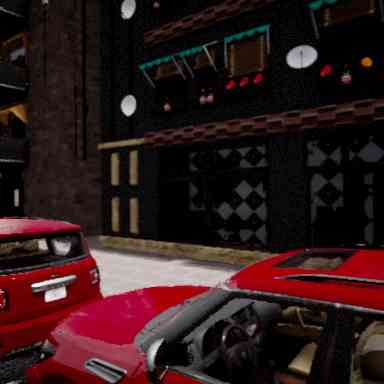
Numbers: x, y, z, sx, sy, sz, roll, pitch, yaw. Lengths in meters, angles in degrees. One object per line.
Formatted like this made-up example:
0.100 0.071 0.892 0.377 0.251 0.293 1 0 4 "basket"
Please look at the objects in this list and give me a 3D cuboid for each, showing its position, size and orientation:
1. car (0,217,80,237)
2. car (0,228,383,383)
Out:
-3.606 1.340 5.449 5.009 1.841 2.192 0 0 35 "car"
1.008 1.316 2.161 5.009 1.841 2.192 0 0 35 "car"
